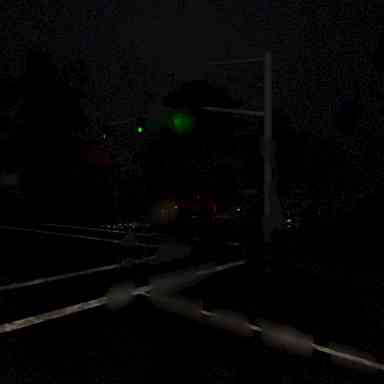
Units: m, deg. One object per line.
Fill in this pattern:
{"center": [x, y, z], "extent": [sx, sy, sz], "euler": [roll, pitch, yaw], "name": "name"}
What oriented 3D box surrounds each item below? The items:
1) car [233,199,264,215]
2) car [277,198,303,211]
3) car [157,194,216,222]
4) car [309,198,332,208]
{"center": [6.182, 1.491, 34.495], "extent": [2.128, 1.511, 4.902], "euler": [0, 0, 41], "name": "car"}
{"center": [12.284, 1.526, 41.512], "extent": [1.812, 1.442, 4.674], "euler": [0, 0, 41], "name": "car"}
{"center": [-0.332, 1.221, 27.013], "extent": [2.150, 2.045, 5.566], "euler": [0, 0, 41], "name": "car"}
{"center": [18.920, 1.601, 49.117], "extent": [1.895, 1.301, 4.718], "euler": [0, 0, 41], "name": "car"}
